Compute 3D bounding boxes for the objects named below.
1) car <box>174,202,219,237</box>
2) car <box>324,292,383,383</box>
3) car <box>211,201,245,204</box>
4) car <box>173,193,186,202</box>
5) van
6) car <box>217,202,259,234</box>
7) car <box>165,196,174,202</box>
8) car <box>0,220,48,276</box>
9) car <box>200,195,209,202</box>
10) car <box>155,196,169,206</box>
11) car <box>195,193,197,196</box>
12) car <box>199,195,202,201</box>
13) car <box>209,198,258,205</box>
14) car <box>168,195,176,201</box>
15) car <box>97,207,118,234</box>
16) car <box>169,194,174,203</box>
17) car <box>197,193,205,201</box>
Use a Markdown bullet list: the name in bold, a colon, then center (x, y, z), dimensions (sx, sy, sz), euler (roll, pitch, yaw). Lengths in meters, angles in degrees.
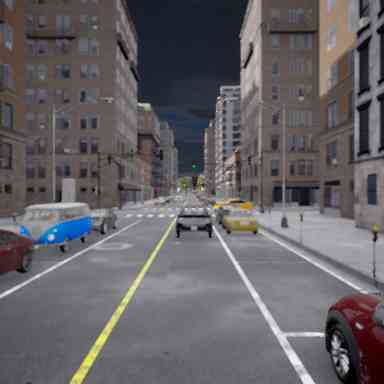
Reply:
- **car**: center (0.105, 1.504, 18.123), dimensions (2.128, 1.511, 4.902), euler (0, 0, 0)
- **car**: center (2.660, 1.442, 2.697), dimensions (1.967, 1.590, 4.097), euler (0, 0, 0)
- **car**: center (2.646, 1.567, 24.322), dimensions (2.008, 1.369, 4.403), euler (0, 0, 0)
- **car**: center (-2.729, 1.271, 71.923), dimensions (2.150, 2.045, 5.566), euler (0, 0, 0)
- **van**: center (-5.388, 1.350, 13.511), dimensions (1.690, 1.788, 3.998), euler (0, 0, 0)
- **car**: center (2.650, 1.538, 19.086), dimensions (1.752, 1.417, 4.829), euler (0, 0, 0)
- **car**: center (-5.365, 1.600, 79.605), dimensions (2.008, 1.369, 4.403), euler (0, 0, 0)
- **car**: center (-5.390, 1.588, 8.105), dimensions (1.802, 1.307, 4.206), euler (0, 0, 0)
- **car**: center (2.652, 1.586, 51.198), dimensions (2.008, 1.369, 4.403), euler (0, 0, 0)
- **car**: center (-5.371, 1.564, 56.710), dimensions (1.752, 1.417, 4.829), euler (0, 0, 0)
- **car**: center (2.662, 1.366, 85.289), dimensions (2.192, 1.841, 5.009), euler (0, 0, 0)
- **car**: center (2.654, 1.620, 56.879), dimensions (1.802, 1.307, 4.206), euler (0, 0, 0)
- **car**: center (4.712, 1.485, 34.959), dimensions (5.008, 1.535, 1.882), euler (-1, -1, -24)
- **car**: center (-5.361, 1.494, 90.968), dimensions (1.967, 1.590, 4.097), euler (0, 0, 0)
- **car**: center (-5.385, 1.564, 18.917), dimensions (2.008, 1.369, 4.403), euler (0, 0, 0)
- **car**: center (-5.368, 1.610, 68.243), dimensions (1.947, 1.339, 4.313), euler (0, 0, 0)
- **car**: center (2.659, 1.487, 73.925), dimensions (1.967, 1.590, 4.097), euler (0, 0, 0)
